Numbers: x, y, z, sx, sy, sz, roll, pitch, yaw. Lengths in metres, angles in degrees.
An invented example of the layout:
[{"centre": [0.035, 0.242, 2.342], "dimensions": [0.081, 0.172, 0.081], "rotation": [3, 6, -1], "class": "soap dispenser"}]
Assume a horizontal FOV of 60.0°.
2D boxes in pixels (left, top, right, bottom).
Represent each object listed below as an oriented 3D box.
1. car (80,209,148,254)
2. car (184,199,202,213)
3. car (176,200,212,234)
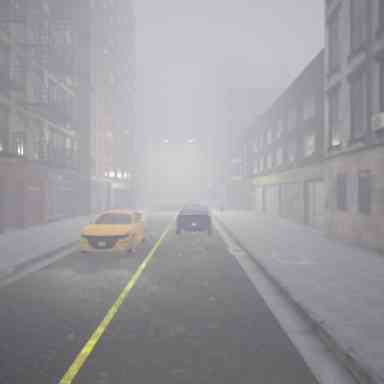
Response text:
[{"centre": [-3.011, 1.483, 13.672], "dimensions": [1.882, 1.535, 5.008], "rotation": [0, 0, 1], "class": "car"}, {"centre": [0.122, 1.580, 37.569], "dimensions": [1.994, 1.385, 4.181], "rotation": [0, 0, 0], "class": "car"}, {"centre": [0.111, 1.485, 19.314], "dimensions": [1.882, 1.535, 5.008], "rotation": [0, 0, 0], "class": "car"}]
